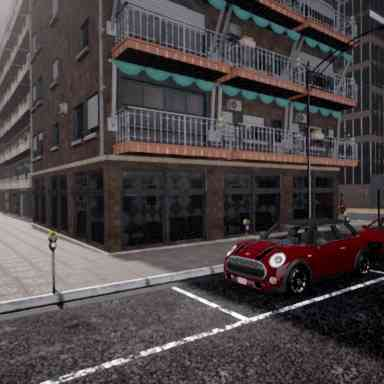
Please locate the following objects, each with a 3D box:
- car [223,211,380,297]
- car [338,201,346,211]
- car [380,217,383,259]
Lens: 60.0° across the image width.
[{"bbox_3d":[2.728,1.437,8.512,4.097,1.590,1.967,0,-1,-35],"label":"car"},{"bbox_3d":[16.498,1.737,40.603,1.967,1.590,4.097,-2,0,-36],"label":"car"},{"bbox_3d":[7.228,1.540,11.716,4.507,1.381,1.887,0,-1,-35],"label":"car"}]
